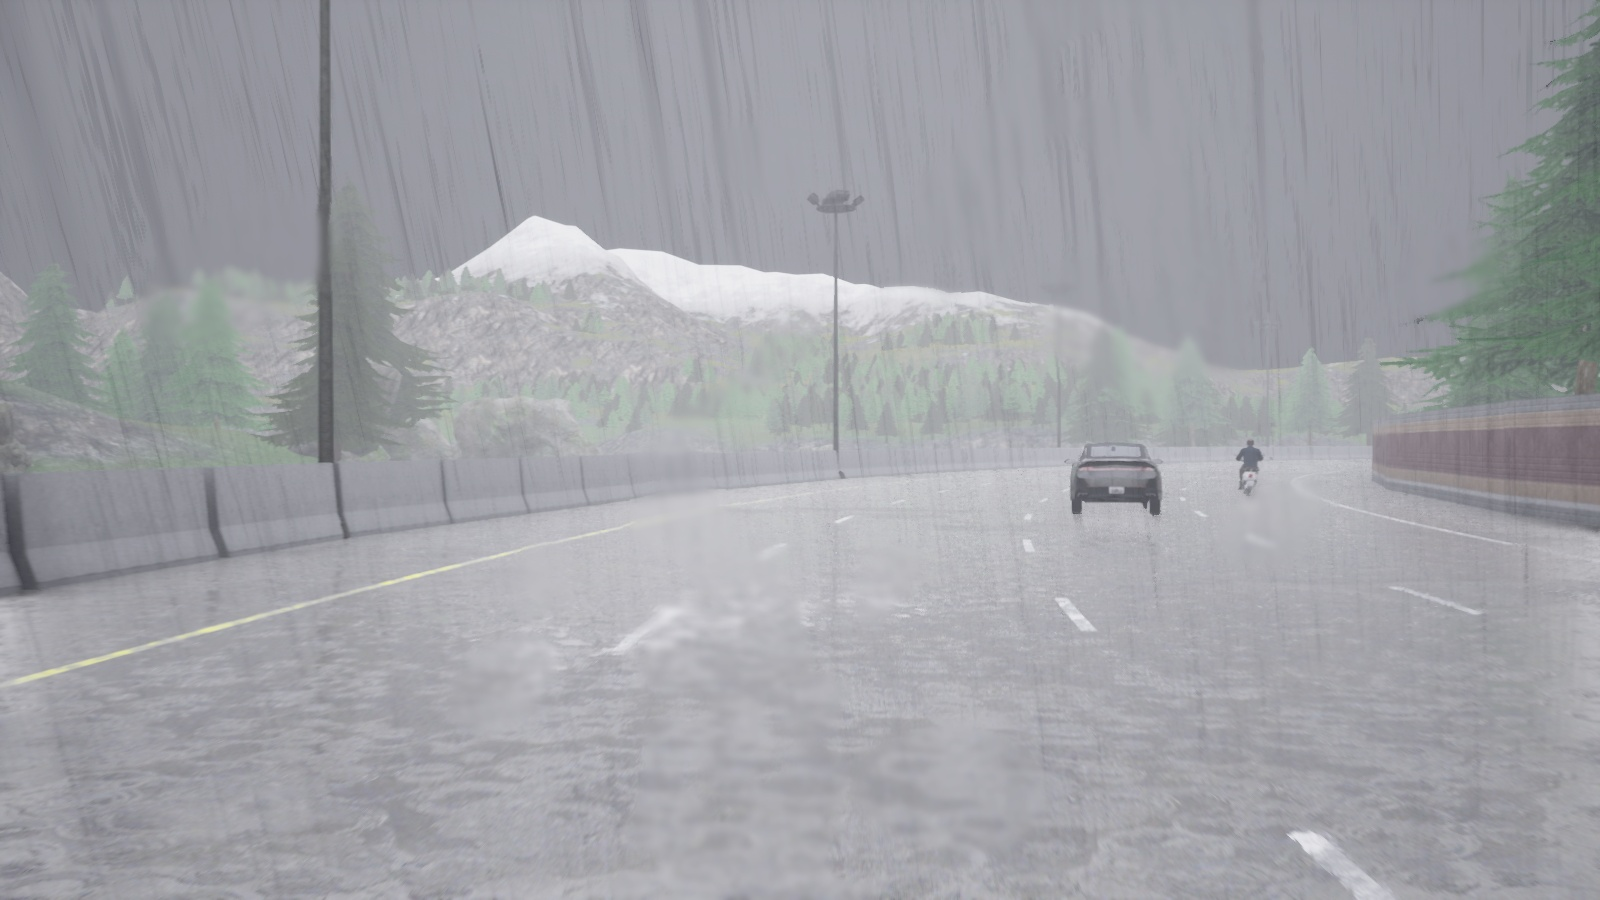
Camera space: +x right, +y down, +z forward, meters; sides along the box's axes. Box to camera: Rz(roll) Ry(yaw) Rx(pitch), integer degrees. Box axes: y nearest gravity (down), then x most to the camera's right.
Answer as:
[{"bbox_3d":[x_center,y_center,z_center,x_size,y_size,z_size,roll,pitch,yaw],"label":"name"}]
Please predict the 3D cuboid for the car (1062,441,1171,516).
[{"bbox_3d":[6.928,0.555,27.743,2.128,1.511,4.902,0,0,13],"label":"car"}]

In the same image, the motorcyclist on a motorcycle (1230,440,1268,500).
[{"bbox_3d":[12.371,0.520,34.623,0.866,1.590,1.817,1,1,17],"label":"motorcyclist on a motorcycle"}]
